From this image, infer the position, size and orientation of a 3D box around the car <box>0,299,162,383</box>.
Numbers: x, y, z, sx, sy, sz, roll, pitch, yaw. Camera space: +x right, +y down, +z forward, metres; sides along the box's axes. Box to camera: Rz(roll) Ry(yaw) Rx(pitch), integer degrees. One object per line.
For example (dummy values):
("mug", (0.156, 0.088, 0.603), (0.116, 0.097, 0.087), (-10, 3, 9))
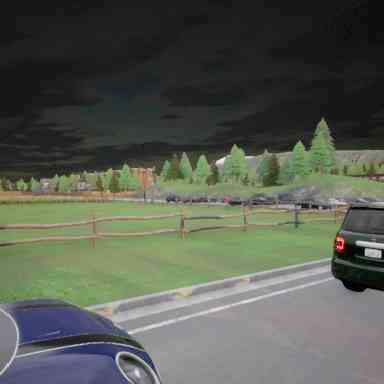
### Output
("car", (-2.384, 1.352, 2.040), (4.553, 1.767, 2.097), (0, 0, -36))

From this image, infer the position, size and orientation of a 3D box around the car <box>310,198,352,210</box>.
("car", (17.921, 1.526, 43.028), (1.812, 1.442, 4.674), (0, 0, -36))

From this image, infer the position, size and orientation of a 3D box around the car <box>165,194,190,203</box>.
("car", (-3.164, 1.328, 65.998), (2.150, 2.045, 5.566), (0, 0, -36))

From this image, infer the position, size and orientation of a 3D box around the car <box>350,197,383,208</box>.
("car", (26.500, 1.547, 49.087), (2.033, 1.411, 5.357), (0, 0, -36))

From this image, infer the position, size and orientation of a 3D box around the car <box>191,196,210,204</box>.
("car", (0.607, 1.547, 66.753), (2.033, 1.411, 5.357), (0, 0, -36))

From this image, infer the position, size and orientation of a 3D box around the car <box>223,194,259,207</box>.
("car", (7.541, 1.500, 51.258), (1.837, 1.490, 4.892), (0, 1, -36))

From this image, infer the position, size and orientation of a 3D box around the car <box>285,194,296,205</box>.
("car", (17.186, 1.490, 55.870), (2.128, 1.511, 4.902), (0, 0, -36))

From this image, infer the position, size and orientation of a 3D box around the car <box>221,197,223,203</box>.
("car", (8.108, 1.354, 68.378), (2.097, 1.767, 4.553), (0, 0, -36))

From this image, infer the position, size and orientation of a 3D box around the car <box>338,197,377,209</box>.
("car", (23.479, 1.526, 47.286), (1.812, 1.442, 4.674), (0, 0, -37))

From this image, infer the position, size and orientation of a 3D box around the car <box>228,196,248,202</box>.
("car", (9.852, 1.506, 71.926), (1.994, 1.385, 4.181), (0, 0, -36))

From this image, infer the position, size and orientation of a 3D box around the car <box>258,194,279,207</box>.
("car", (10.734, 1.478, 52.822), (1.882, 1.535, 5.008), (0, 0, -36))

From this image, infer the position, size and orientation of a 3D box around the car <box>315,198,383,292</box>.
("car", (5.510, 1.221, 7.701), (5.566, 2.045, 2.150), (0, 0, -36))

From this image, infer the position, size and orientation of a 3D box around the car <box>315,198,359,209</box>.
("car", (20.010, 1.547, 46.095), (2.033, 1.411, 5.357), (0, 0, -36))

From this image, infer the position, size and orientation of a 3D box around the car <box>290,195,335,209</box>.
("car", (15.053, 1.505, 41.020), (1.837, 1.490, 4.892), (0, 0, -36))

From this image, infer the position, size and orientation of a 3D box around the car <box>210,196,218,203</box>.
("car", (3.411, 1.477, 68.859), (1.882, 1.535, 5.008), (0, 0, -36))

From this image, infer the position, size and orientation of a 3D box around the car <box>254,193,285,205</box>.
("car", (12.460, 1.224, 56.392), (2.150, 2.045, 5.566), (0, 0, -36))
